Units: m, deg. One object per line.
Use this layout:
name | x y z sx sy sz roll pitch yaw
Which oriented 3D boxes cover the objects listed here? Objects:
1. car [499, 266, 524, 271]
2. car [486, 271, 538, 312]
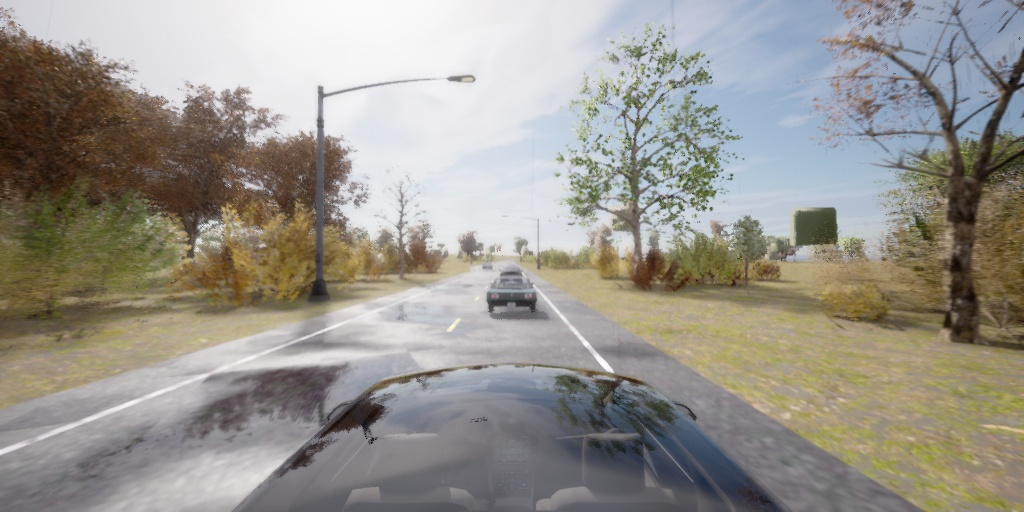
car | -0.057 1.561 30.353 1.837 1.490 4.892 0 0 0
car | 0.001 1.493 15.089 1.895 1.301 4.718 0 -1 0
